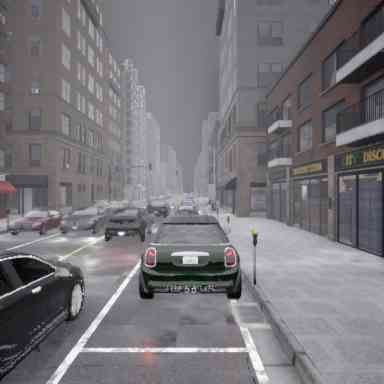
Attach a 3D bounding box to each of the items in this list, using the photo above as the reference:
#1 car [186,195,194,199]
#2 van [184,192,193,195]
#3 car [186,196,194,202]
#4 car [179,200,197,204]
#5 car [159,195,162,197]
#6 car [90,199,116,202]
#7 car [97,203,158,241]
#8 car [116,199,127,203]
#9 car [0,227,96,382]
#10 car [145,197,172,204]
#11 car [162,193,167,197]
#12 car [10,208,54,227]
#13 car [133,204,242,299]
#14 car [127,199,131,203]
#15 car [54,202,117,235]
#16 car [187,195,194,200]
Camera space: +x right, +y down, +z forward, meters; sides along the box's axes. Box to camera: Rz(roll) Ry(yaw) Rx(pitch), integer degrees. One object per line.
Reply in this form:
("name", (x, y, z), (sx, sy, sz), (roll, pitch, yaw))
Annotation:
("car", (-0.383, 1.440, 35.101), (1.967, 1.590, 4.097), (0, 0, 0))
("van", (-0.383, 1.339, 67.702), (1.690, 1.788, 3.998), (0, 0, 0))
("car", (-0.383, 1.579, 79.064), (1.802, 1.307, 4.206), (0, 0, 0))
("car", (-0.383, 1.551, 24.063), (2.008, 1.369, 4.403), (0, 0, 0))
("car", (-8.408, 1.542, 73.374), (1.887, 1.381, 4.507), (0, 0, 0))
("car", (-8.408, 1.440, 29.575), (1.967, 1.590, 4.097), (0, 0, 0))
("car", (-3.019, 1.506, 16.654), (1.837, 1.490, 4.892), (0, 0, 0))
("car", (-8.408, 1.525, 34.923), (1.752, 1.417, 4.829), (0, 0, 0))
("car", (-2.924, 1.504, 4.337), (1.837, 1.490, 4.892), (0, 0, 0))
("car", (-2.929, 1.477, 29.156), (1.882, 1.535, 5.008), (0, 0, 0))
("car", (-8.408, 1.518, 90.251), (1.752, 1.417, 4.829), (0, 0, 0))
("car", (-8.408, 1.582, 18.538), (1.802, 1.307, 4.206), (0, 0, 0))
("car", (-0.033, 1.352, 8.620), (2.097, 1.767, 4.553), (0, 0, 0))
("car", (-8.408, 1.551, 40.611), (2.008, 1.369, 4.403), (0, 0, 0))
("car", (-5.869, 1.526, 18.971), (1.812, 1.442, 4.674), (0, 0, 0))
("car", (-0.383, 1.575, 90.427), (1.802, 1.307, 4.206), (0, 0, 0))
